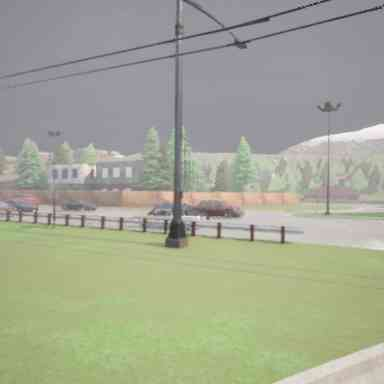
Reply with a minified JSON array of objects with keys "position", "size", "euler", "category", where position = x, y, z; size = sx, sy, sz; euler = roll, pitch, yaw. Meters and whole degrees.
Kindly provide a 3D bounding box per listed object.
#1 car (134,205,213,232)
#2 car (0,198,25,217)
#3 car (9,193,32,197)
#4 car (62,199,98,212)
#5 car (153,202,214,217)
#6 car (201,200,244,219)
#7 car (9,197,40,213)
[{"position":[-1.334,1.715,21.282],"size":[4.718,1.301,1.895],"euler":[0,0,29],"category":"car"},{"position":[-17.775,1.519,30.314],"size":[4.674,1.442,1.812],"euler":[0,0,29],"category":"car"},{"position":[-25.622,1.256,50.608],"size":[5.566,2.045,2.150],"euler":[0,0,29],"category":"car"},{"position":[-13.505,1.603,39.948],"size":[4.892,1.490,1.837],"euler":[0,0,29],"category":"car"},{"position":[-0.832,1.707,25.000],"size":[4.181,1.385,1.994],"euler":[0,0,29],"category":"car"},{"position":[2.578,1.568,31.114],"size":[4.553,1.767,2.097],"euler":[1,0,29],"category":"car"},{"position":[-17.875,1.522,34.362],"size":[4.892,1.490,1.837],"euler":[0,0,29],"category":"car"}]
